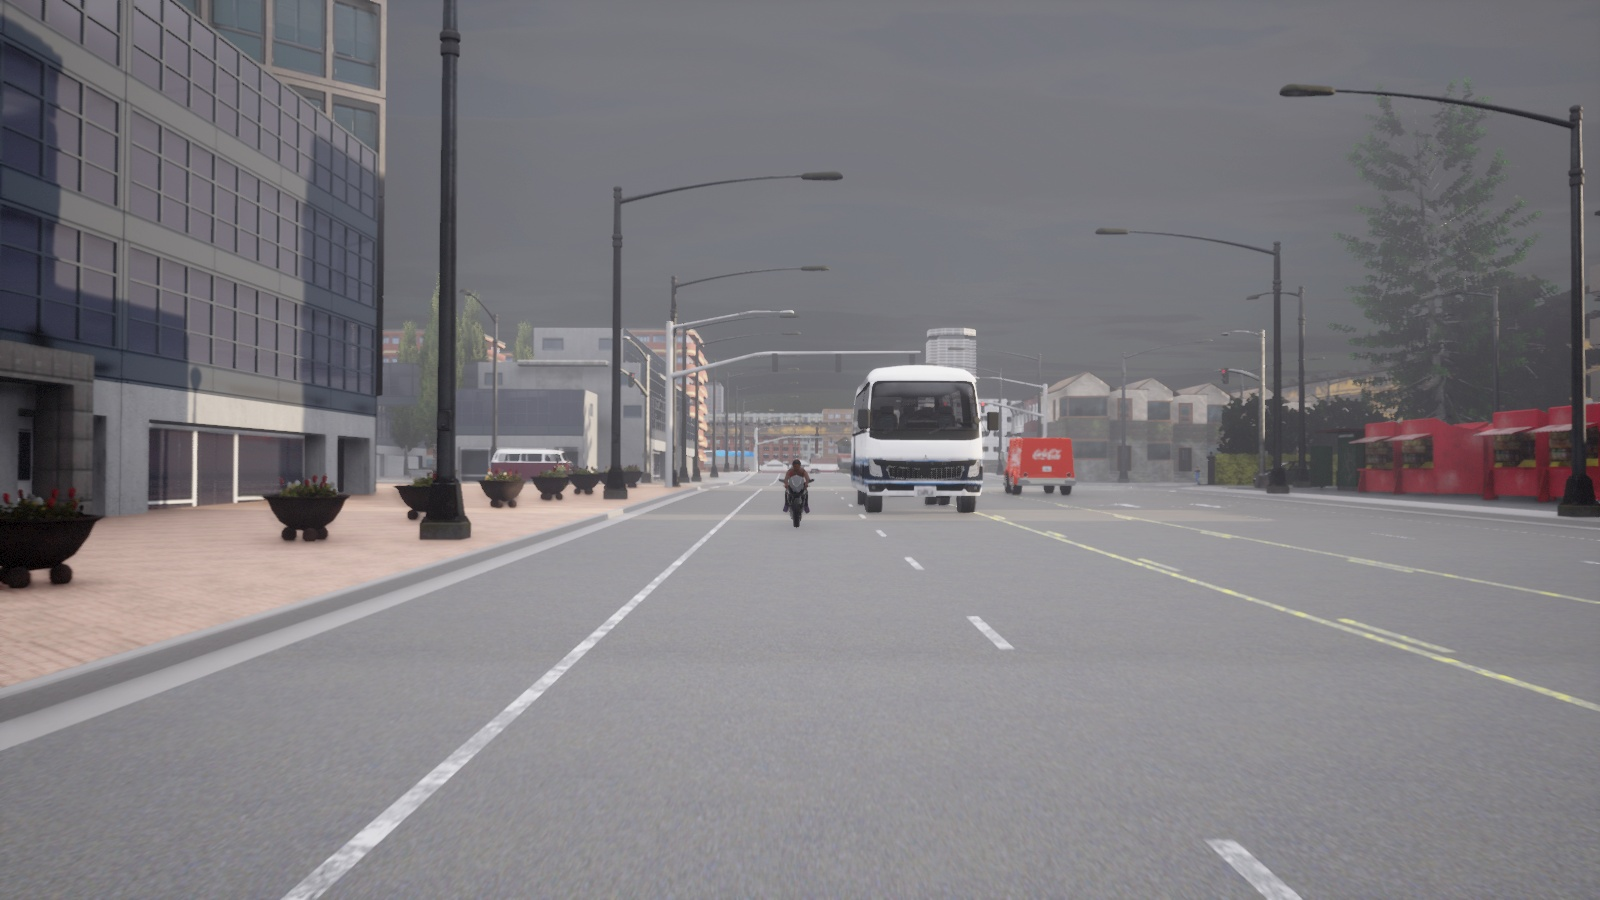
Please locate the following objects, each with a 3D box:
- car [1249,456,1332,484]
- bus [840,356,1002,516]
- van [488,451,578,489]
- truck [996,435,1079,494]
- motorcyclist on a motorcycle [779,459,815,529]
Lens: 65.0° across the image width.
[{"bbox_3d":[28.125,1.147,72.104,3.988,1.617,1.851,0,-1,0],"label":"car"},{"bbox_3d":[3.401,-0.351,38.614,3.944,4.253,10.273,0,0,0],"label":"bus"},{"bbox_3d":[-14.623,1.080,68.840,4.480,2.038,2.069,0,-1,0],"label":"van"},{"bbox_3d":[10.366,0.620,55.329,2.627,2.467,5.204,0,-1,0],"label":"truck"},{"bbox_3d":[-0.069,0.972,28.423,0.797,1.523,2.044,0,0,0],"label":"motorcyclist on a motorcycle"}]
